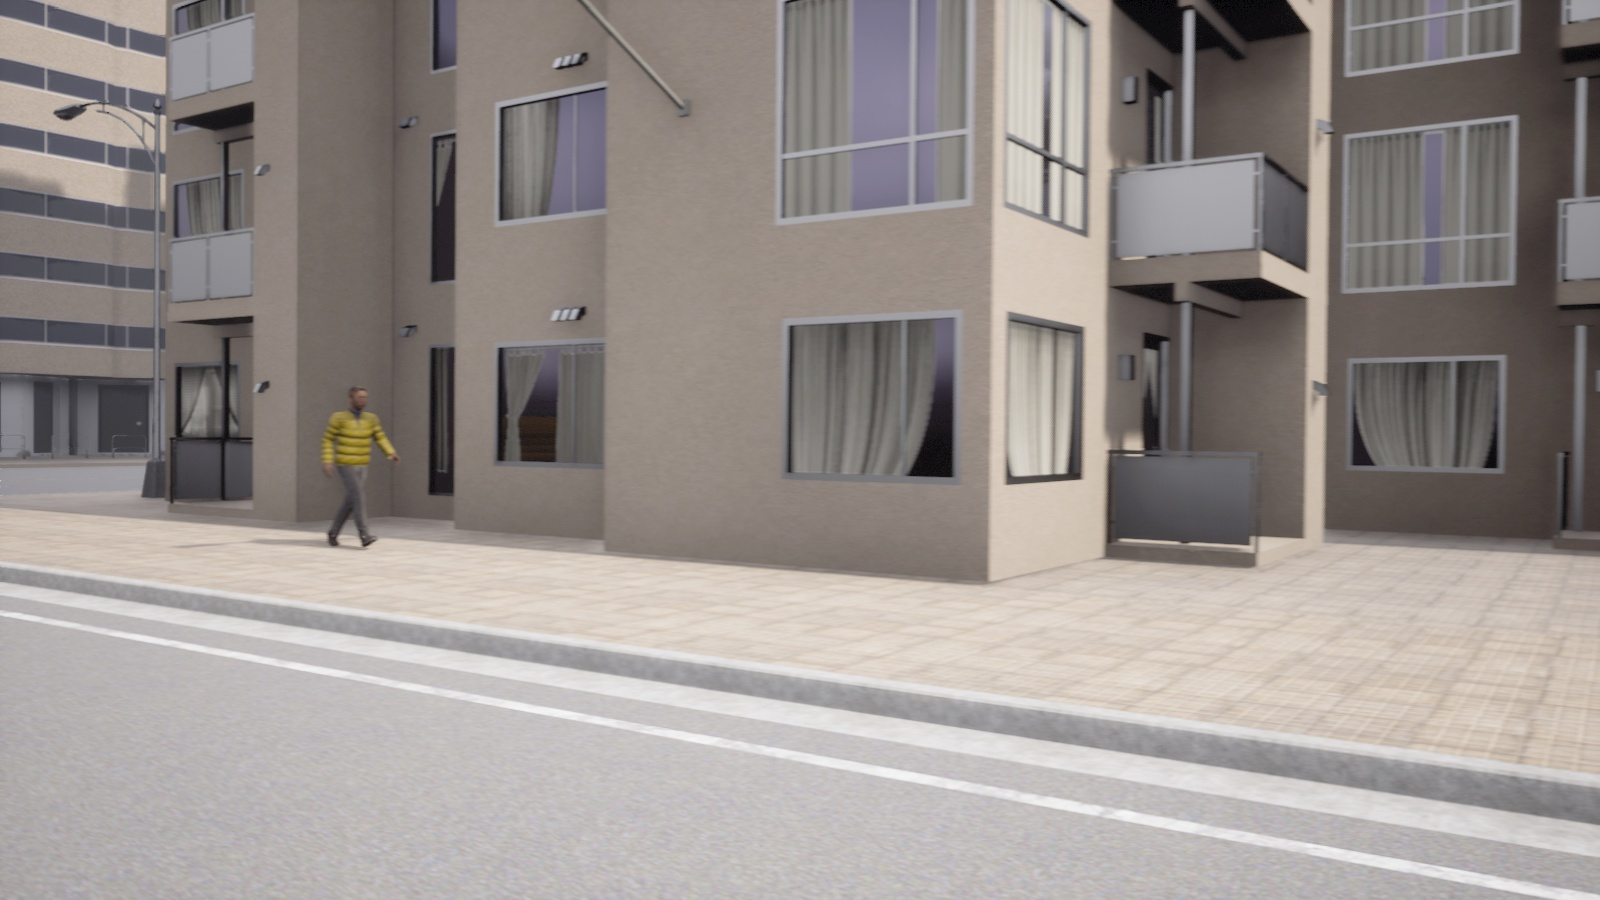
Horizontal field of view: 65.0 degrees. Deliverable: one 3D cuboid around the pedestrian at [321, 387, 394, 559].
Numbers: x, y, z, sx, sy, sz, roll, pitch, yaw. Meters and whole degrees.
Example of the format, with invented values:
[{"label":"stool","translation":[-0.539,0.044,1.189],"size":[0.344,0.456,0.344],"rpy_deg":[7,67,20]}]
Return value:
[{"label":"pedestrian","translation":[-4.873,0.245,13.822],"size":[0.709,1.840,0.431],"rpy_deg":[0,1,40]}]
